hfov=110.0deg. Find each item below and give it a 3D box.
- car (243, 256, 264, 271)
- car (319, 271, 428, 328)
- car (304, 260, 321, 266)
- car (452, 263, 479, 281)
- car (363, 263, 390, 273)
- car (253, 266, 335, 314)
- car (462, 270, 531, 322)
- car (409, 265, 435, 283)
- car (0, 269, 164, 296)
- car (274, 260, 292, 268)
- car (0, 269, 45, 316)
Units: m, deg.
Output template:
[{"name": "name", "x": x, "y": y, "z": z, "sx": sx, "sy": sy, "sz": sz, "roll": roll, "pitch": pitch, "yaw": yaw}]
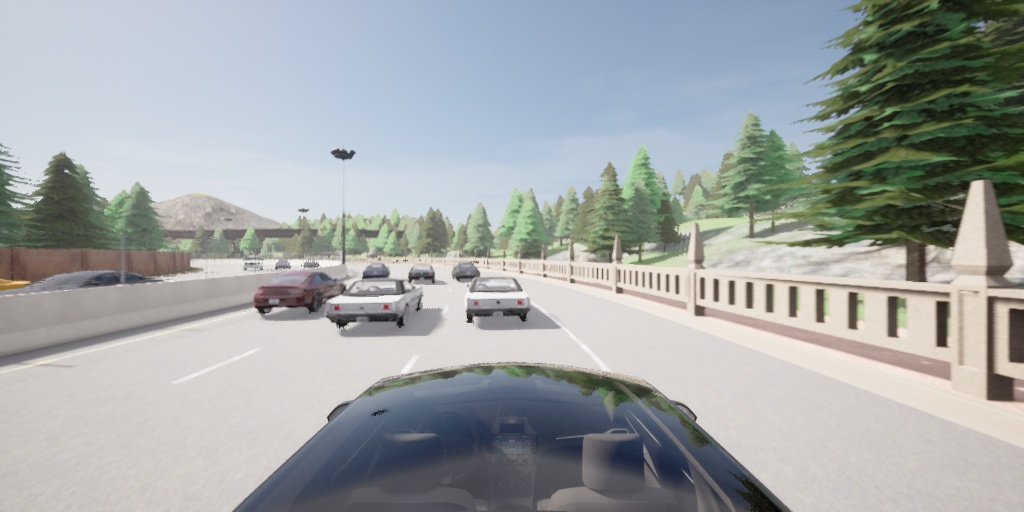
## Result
[{"name": "car", "x": -36.176, "y": 0.995, "z": 50.277, "sx": 2.150, "sy": 2.045, "sz": 5.566, "roll": 0, "pitch": 0, "yaw": -33}, {"name": "car", "x": -4.042, "y": 1.342, "z": 11.408, "sx": 1.895, "sy": 1.301, "sz": 4.718, "roll": 0, "pitch": 0, "yaw": -6}, {"name": "car", "x": -28.855, "y": 1.300, "z": 51.775, "sx": 1.994, "sy": 1.385, "sz": 4.181, "roll": 0, "pitch": 0, "yaw": -31}, {"name": "car", "x": -3.791, "y": 1.258, "z": 29.193, "sx": 1.994, "sy": 1.385, "sz": 4.181, "roll": 0, "pitch": 0, "yaw": -14}, {"name": "car", "x": -11.341, "y": 1.286, "z": 30.159, "sx": 1.994, "sy": 1.385, "sz": 4.181, "roll": 0, "pitch": 0, "yaw": -16}, {"name": "car", "x": -7.866, "y": 1.276, "z": 13.709, "sx": 1.812, "sy": 1.442, "sz": 4.674, "roll": 0, "pitch": 0, "yaw": -7}, {"name": "car", "x": -0.611, "y": 1.326, "z": 12.213, "sx": 1.895, "sy": 1.301, "sz": 4.718, "roll": 0, "pitch": 0, "yaw": -6}, {"name": "car", "x": -6.931, "y": 1.312, "z": 27.552, "sx": 1.895, "sy": 1.301, "sz": 4.718, "roll": 0, "pitch": 0, "yaw": -14}, {"name": "car", "x": -14.939, "y": 1.260, "z": 12.533, "sx": 1.882, "sy": 1.535, "sz": 5.008, "roll": 0, "pitch": 0, "yaw": -7}, {"name": "car", "x": -32.025, "y": 1.279, "z": 50.247, "sx": 1.812, "sy": 1.442, "sz": 4.674, "roll": 0, "pitch": 0, "yaw": -32}, {"name": "car", "x": -18.259, "y": 1.277, "z": 10.930, "sx": 1.882, "sy": 1.535, "sz": 5.008, "roll": 0, "pitch": 0, "yaw": -7}]
